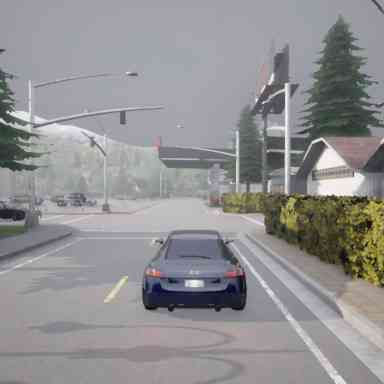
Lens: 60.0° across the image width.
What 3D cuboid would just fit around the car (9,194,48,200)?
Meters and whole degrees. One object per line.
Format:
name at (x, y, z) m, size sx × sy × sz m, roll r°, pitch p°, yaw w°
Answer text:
car at (-24.659, 1.097, 49.623) m, size 4.605 × 1.855 × 1.932 m, roll 0°, pitch 0°, yaw -1°

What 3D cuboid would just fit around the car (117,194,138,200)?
car at (-16.433, 1.330, 83.967) m, size 5.027 × 1.636 × 2.152 m, roll 0°, pitch 0°, yaw -1°

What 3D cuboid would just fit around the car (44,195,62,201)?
car at (-35.099, 1.384, 84.005) m, size 3.806 × 1.475 × 1.970 m, roll 0°, pitch 0°, yaw -1°

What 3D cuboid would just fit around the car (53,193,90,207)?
car at (-16.772, 1.077, 46.383) m, size 3.866 × 1.878 × 1.905 m, roll 0°, pitch 0°, yaw -1°

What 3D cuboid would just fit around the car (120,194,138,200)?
car at (-16.503, 1.339, 87.104) m, size 4.514 × 1.523 × 2.007 m, roll 0°, pitch 0°, yaw -1°

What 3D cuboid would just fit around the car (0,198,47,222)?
car at (-13.592, 1.356, 23.666) m, size 5.357 × 1.411 × 2.033 m, roll 0°, pitch 0°, yaw 0°

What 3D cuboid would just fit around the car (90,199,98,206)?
car at (-16.180, 1.361, 49.711) m, size 3.806 × 1.475 × 1.970 m, roll 0°, pitch 0°, yaw -1°

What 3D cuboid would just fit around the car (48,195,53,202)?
car at (-24.021, 1.298, 62.084) m, size 4.514 × 1.523 × 2.007 m, roll 0°, pitch 0°, yaw -1°

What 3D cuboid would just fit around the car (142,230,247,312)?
car at (0.059, 1.564, 7.798) m, size 1.994 × 1.385 × 4.181 m, roll 0°, pitch 0°, yaw 1°

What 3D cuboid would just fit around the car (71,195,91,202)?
car at (-24.037, 1.320, 72.076) m, size 3.633 × 1.501 × 1.845 m, roll 0°, pitch 0°, yaw -1°
